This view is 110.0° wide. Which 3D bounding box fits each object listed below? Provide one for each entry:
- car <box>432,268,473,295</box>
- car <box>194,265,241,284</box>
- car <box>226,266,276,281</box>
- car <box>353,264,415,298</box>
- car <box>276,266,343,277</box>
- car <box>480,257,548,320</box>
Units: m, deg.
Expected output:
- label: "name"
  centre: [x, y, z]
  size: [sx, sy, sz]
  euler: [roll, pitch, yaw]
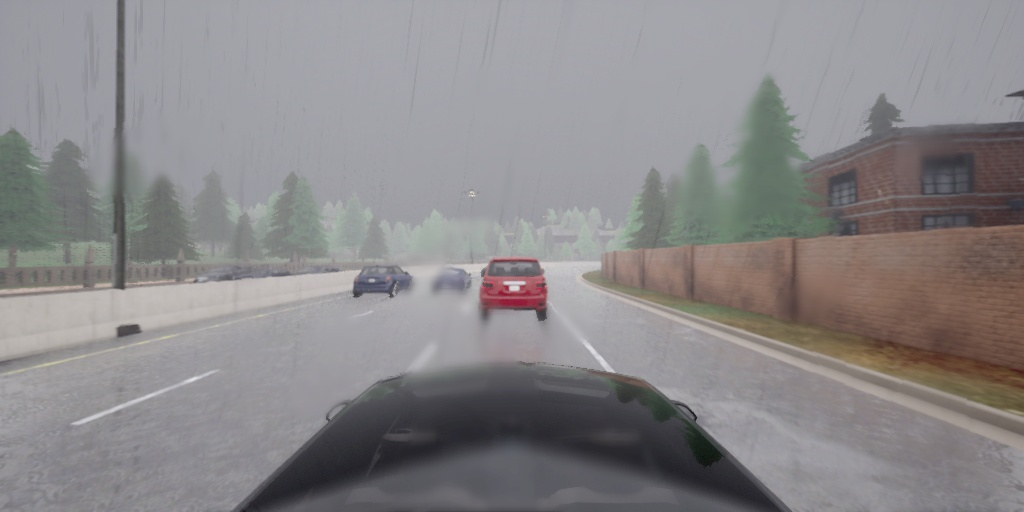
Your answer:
- label: "car"
  centre: [-3.440, 1.430, 21.219]
  size: [1.812, 1.442, 4.674]
  euler: [0, 0, 0]
- label: "car"
  centre: [-20.902, 1.466, 26.716]
  size: [2.128, 1.511, 4.902]
  euler: [0, -1, 3]
- label: "car"
  centre: [-17.450, 1.560, 25.697]
  size: [1.895, 1.301, 4.718]
  euler: [0, 0, 2]
- label: "car"
  centre: [-6.936, 1.251, 19.901]
  size: [2.097, 1.767, 4.553]
  euler: [0, 0, 0]
- label: "car"
  centre: [-13.951, 1.447, 25.669]
  size: [2.128, 1.511, 4.902]
  euler: [0, -1, 3]
- label: "car"
  centre: [0.064, 1.059, 13.203]
  size: [2.150, 2.045, 5.566]
  euler: [0, 0, 0]
